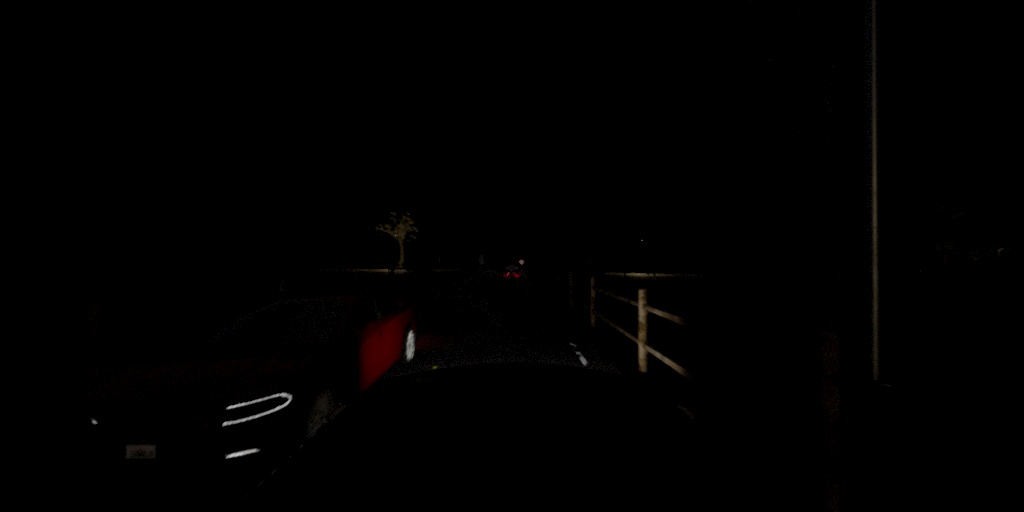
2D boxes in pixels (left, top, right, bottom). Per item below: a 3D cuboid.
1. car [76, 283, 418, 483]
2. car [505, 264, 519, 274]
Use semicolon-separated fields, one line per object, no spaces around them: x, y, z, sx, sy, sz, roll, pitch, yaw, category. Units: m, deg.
-2.829;1.230;5.243;1.882;1.535;5.008;0;0;0;car
-0.040;1.782;50.072;1.812;1.442;4.674;0;-1;0;car
